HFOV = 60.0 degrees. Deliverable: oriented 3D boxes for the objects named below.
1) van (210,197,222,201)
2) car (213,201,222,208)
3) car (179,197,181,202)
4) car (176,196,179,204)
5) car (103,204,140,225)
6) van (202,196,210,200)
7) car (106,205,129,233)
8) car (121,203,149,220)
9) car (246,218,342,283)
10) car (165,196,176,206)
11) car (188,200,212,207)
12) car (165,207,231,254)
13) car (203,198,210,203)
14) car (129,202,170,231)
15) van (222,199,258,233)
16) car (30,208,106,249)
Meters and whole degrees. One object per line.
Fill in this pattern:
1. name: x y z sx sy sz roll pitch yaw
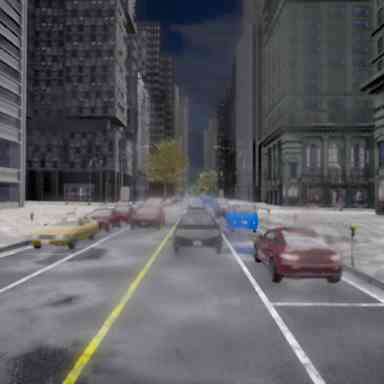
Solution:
1. van: 3.225 1.654 37.313 1.690 1.788 3.998 0 0 1
2. car: 3.154 1.812 31.787 1.887 1.381 4.507 0 0 1
3. car: -4.714 2.020 85.870 2.192 1.841 5.009 0 -1 1
4. car: -4.781 2.202 80.579 1.887 1.381 4.507 0 -1 1
5. car: -5.467 1.736 26.387 1.887 1.381 4.507 0 0 1
6. van: 3.681 1.983 75.294 1.690 1.788 3.998 0 -1 1
7. car: -5.534 1.691 20.862 1.887 1.381 4.507 0 0 1
8. car: -5.400 1.781 31.911 1.887 1.381 4.507 0 0 1
9. car: 2.877 1.671 9.689 1.802 1.307 4.206 0 0 1
10. car: -4.920 2.086 69.830 1.752 1.417 4.829 0 0 1
11. car: 0.433 1.732 29.706 2.128 1.511 4.902 0 0 1
12. car: 0.238 1.605 14.068 2.128 1.511 4.902 0 0 1
13. car: 3.880 2.372 91.529 1.802 1.307 4.206 0 -1 1
14. car: -2.833 1.645 22.214 1.882 1.535 5.008 0 0 1
15. van: 3.017 1.519 20.740 1.690 1.788 3.998 0 0 1
16. car: -5.603 1.626 15.167 1.752 1.417 4.829 0 0 1
